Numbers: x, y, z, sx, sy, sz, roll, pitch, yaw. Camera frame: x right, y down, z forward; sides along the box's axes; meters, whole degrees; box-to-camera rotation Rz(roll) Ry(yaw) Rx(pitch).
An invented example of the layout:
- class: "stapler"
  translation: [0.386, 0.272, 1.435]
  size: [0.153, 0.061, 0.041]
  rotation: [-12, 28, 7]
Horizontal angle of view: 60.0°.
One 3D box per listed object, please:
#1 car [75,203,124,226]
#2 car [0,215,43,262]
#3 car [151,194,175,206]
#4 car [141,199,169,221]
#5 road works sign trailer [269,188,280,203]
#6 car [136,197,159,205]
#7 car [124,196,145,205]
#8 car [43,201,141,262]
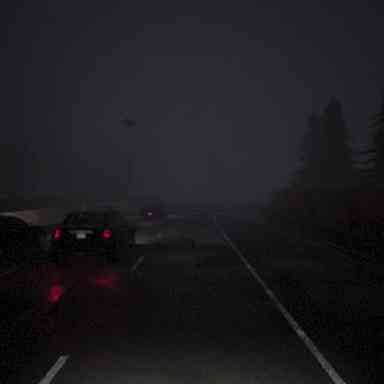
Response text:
- class: "car"
  translation: [-6.887, 1.650, 25.470]
  size: [2.033, 1.411, 5.357]
  rotation: [0, 0, 2]
- class: "car"
  translation: [-6.961, 1.526, 11.721]
  size: [1.882, 1.535, 5.008]
  rotation: [0, 0, 0]
- class: "car"
  translation: [-5.458, 1.477, 64.073]
  size: [2.150, 2.045, 5.566]
  rotation: [0, 0, 23]
- class: "car"
  translation: [-3.163, 1.593, 28.817]
  size: [1.882, 1.535, 5.008]
  rotation: [0, 0, 4]
- class: "road works sign trailer"
  translation: [19.915, 0.780, 79.408]
  size: [2.380, 3.560, 2.880]
  rotation: [0, 0, 42]
- class: "car"
  translation: [-8.665, 1.808, 65.505]
  size: [2.033, 1.411, 5.357]
  rotation: [0, 0, 23]
- class: "car"
  translation: [-11.664, 1.626, 67.402]
  size: [2.097, 1.767, 4.553]
  rotation: [0, 0, 23]
- class: "car"
  translation: [-3.453, 1.402, 12.538]
  size: [2.097, 1.767, 4.553]
  rotation: [0, 0, 1]
